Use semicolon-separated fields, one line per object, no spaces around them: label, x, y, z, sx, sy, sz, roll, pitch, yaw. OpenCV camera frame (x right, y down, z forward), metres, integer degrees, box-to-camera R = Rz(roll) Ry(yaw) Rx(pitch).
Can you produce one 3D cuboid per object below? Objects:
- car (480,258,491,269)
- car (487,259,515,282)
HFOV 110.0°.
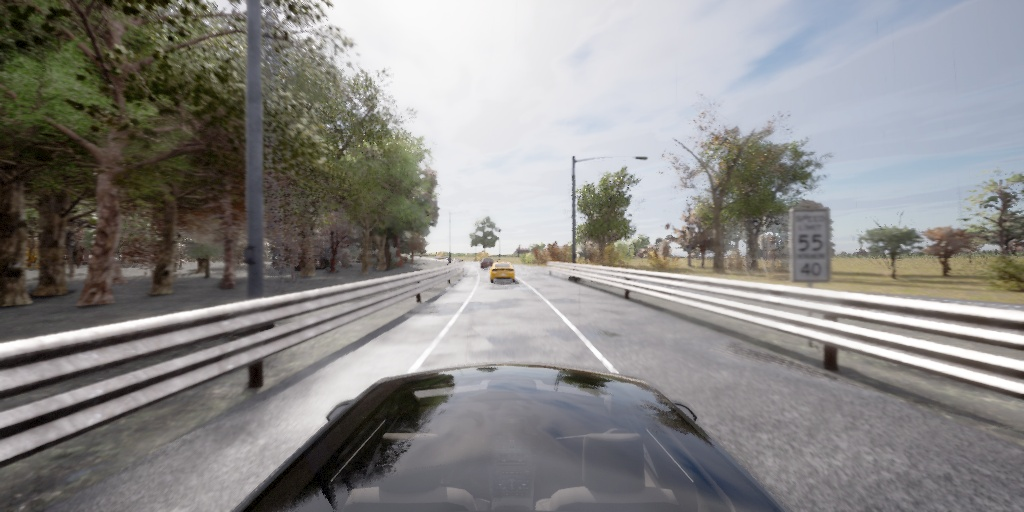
car;-4.001;1.131;57.022;2.097;1.767;4.553;0;0;-9
car;-0.854;1.241;29.235;1.882;1.535;5.008;0;0;-4
